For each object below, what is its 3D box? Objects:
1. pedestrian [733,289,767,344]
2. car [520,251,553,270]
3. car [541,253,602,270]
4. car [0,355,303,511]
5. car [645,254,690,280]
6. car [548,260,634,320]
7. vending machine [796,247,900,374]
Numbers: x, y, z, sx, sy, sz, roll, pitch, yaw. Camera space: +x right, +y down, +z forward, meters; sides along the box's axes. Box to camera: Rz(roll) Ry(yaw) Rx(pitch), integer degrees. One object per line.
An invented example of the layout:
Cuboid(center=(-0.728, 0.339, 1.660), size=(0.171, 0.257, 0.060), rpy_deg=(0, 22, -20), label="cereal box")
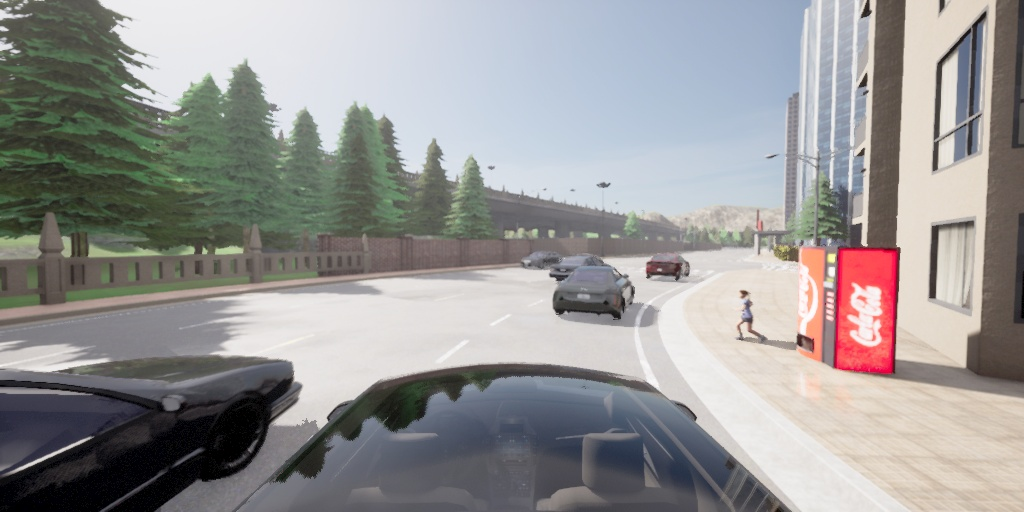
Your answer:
Cuboid(center=(4.602, 1.122, 7.036), size=(0.500, 1.100, 0.500), rpy_deg=(1, 2, 17), label="pedestrian")
Cuboid(center=(2.613, 0.319, 30.805), size=(2.128, 1.511, 4.902), rpy_deg=(2, 2, 36), label="car")
Cuboid(center=(4.027, 0.714, 20.451), size=(2.033, 1.411, 5.357), rpy_deg=(2, 2, 35), label="car")
Cuboid(center=(-3.373, 1.285, 1.568), size=(2.033, 1.411, 5.357), rpy_deg=(0, 2, 2), label="car")
Cuboid(center=(9.956, 0.598, 22.771), size=(1.882, 1.535, 5.008), rpy_deg=(2, 2, 35), label="car")
Cuboid(center=(2.730, 1.011, 11.542), size=(1.994, 1.385, 4.181), rpy_deg=(1, 2, 23), label="car")
Cuboid(center=(5.460, 0.835, 5.966), size=(1.100, 2.100, 0.880), rpy_deg=(0, 0, 15), label="vending machine")
